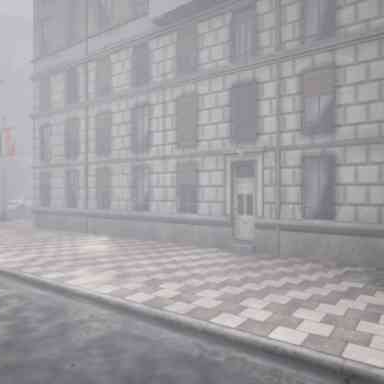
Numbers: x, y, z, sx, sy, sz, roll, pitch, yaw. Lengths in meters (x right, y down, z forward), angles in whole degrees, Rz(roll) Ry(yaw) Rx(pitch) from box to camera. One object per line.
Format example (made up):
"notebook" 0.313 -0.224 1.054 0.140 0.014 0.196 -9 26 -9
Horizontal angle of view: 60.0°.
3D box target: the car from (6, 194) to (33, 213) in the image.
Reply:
"car" -18.080 1.221 37.613 2.150 2.045 5.566 0 0 36
